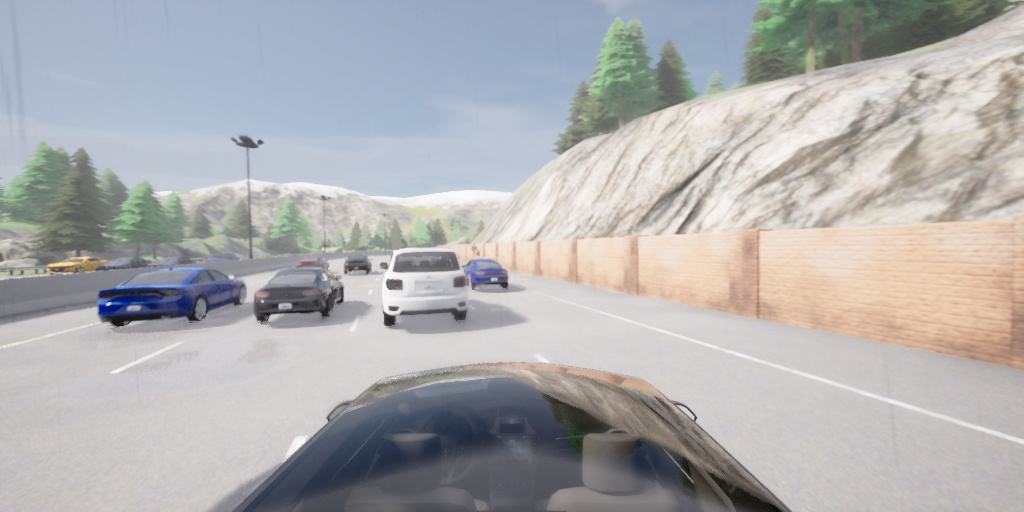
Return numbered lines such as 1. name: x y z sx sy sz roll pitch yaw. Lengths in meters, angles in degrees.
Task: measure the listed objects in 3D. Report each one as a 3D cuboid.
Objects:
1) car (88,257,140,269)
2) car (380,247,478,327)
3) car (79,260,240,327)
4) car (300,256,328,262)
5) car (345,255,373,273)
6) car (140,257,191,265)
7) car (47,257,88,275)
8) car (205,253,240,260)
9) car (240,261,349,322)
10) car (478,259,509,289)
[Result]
1. car: -36.502 0.865 34.022 2.033 1.411 5.357 -1 2 -18
2. car: -2.810 0.756 11.094 2.150 2.045 5.566 -1 2 -18
3. car: -10.253 1.092 11.326 1.882 1.535 5.008 -1 2 -18
4. car: -16.353 0.728 29.550 1.812 1.442 4.674 -1 2 -18
5. car: -12.807 0.654 29.974 1.837 1.490 4.892 -1 2 -18
6. car: -33.232 0.794 35.276 2.033 1.411 5.357 -1 2 -18
7. car: -39.897 0.858 33.154 1.882 1.535 5.008 -1 2 -18
8. car: -30.183 0.511 37.195 2.097 1.767 4.553 -1 2 -18
9. car: -6.634 1.092 11.529 1.812 1.442 4.674 -1 2 -18
10. car: -1.533 0.852 18.363 1.812 1.442 4.674 -1 2 -19
